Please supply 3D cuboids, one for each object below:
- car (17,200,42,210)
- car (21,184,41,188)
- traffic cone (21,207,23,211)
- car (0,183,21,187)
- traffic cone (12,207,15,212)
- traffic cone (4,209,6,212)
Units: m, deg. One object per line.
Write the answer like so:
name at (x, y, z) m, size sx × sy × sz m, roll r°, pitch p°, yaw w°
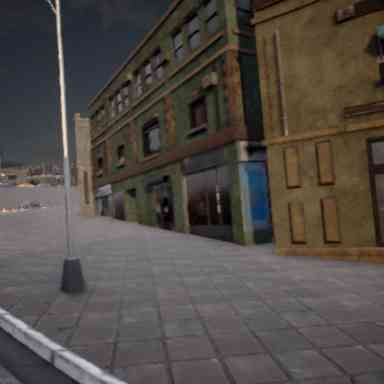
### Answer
car at (-26.430, 2.112, 54.170) m, size 1.837 × 1.490 × 4.892 m, roll -5°, pitch 0°, yaw 7°
car at (-41.542, -1.328, 83.907) m, size 2.097 × 1.535 × 5.008 m, roll -6°, pitch -4°, yaw 28°
traffic cone at (-22.579, 2.246, 44.051) m, size 0.340 × 0.580 × 0.340 m, roll -4°, pitch 0°, yaw -10°
car at (-44.200, -1.352, 79.037) m, size 2.002 × 1.452 × 4.674 m, roll -6°, pitch -4°, yaw 30°
traffic cone at (-23.557, 2.317, 43.875) m, size 0.340 × 0.580 × 0.340 m, roll -4°, pitch 0°, yaw -11°
traffic cone at (-24.539, 2.389, 43.695) m, size 0.340 × 0.580 × 0.340 m, roll -4°, pitch 0°, yaw -10°
